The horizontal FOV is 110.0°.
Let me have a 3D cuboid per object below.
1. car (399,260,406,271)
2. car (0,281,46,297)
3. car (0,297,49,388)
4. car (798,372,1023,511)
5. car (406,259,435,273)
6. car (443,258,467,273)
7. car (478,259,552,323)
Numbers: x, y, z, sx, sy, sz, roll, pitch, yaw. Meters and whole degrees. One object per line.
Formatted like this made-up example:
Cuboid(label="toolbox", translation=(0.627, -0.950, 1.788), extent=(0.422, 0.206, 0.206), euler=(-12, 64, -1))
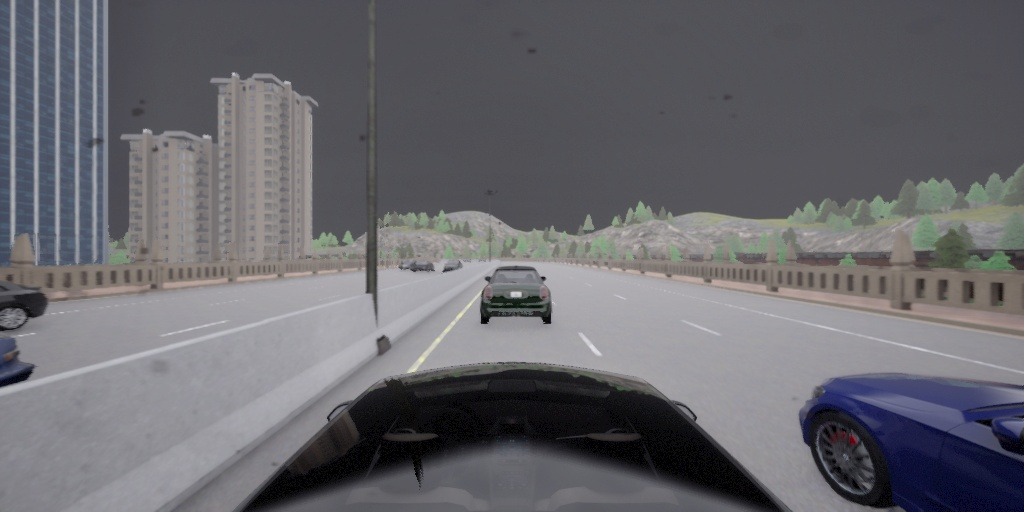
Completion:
Cuboid(label="car", translation=(-14.006, 1.226, 49.256), extent=(2.128, 1.511, 4.902), euler=(0, 0, 0))
Cuboid(label="car", translation=(-14.094, 1.246, 8.067), extent=(1.837, 1.490, 4.892), euler=(0, 0, 0))
Cuboid(label="car", translation=(-7.100, 1.294, 2.155), extent=(2.033, 1.411, 5.357), euler=(0, 0, 0))
Cuboid(label="car", translation=(3.615, 1.278, 1.399), extent=(1.812, 1.442, 4.674), euler=(0, 0, 0))
Cuboid(label="car", translation=(-10.527, 1.283, 42.836), extent=(2.033, 1.411, 5.357), euler=(0, 0, 0))
Cuboid(label="car", translation=(-7.025, 1.241, 43.244), extent=(1.837, 1.490, 4.892), euler=(0, 0, 0))
Cuboid(label="car", translation=(0.115, 1.099, 12.193), extent=(2.097, 1.767, 4.553), euler=(0, 0, 0))
